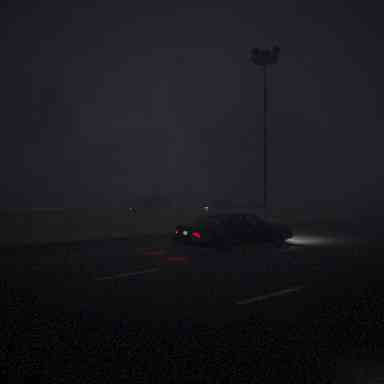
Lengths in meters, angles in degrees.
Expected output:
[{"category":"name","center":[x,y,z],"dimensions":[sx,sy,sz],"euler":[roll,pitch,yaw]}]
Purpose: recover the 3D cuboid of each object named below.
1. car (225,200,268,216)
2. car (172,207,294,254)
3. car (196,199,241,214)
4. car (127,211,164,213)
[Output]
[{"category":"car","center":[5.543,1.587,33.738],"dimensions":[4.181,1.385,1.994],"euler":[0,0,-35]},{"category":"car","center":[1.800,1.556,13.640],"dimensions":[5.357,1.411,2.033],"euler":[0,0,-36]},{"category":"car","center":[2.930,1.525,36.178],"dimensions":[4.892,1.490,1.837],"euler":[0,0,-35]},{"category":"car","center":[-4.596,1.235,35.111],"dimensions":[5.566,2.045,2.150],"euler":[0,0,-35]}]
